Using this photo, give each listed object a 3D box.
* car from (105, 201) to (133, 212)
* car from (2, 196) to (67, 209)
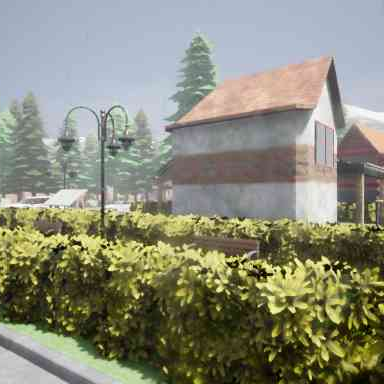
[{"bbox_3d":[-7.989,1.688,37.064,1.812,1.442,4.674,0,0,37],"label":"car"},{"bbox_3d":[-13.725,1.384,29.123,2.150,2.045,5.566,0,0,36],"label":"car"}]
